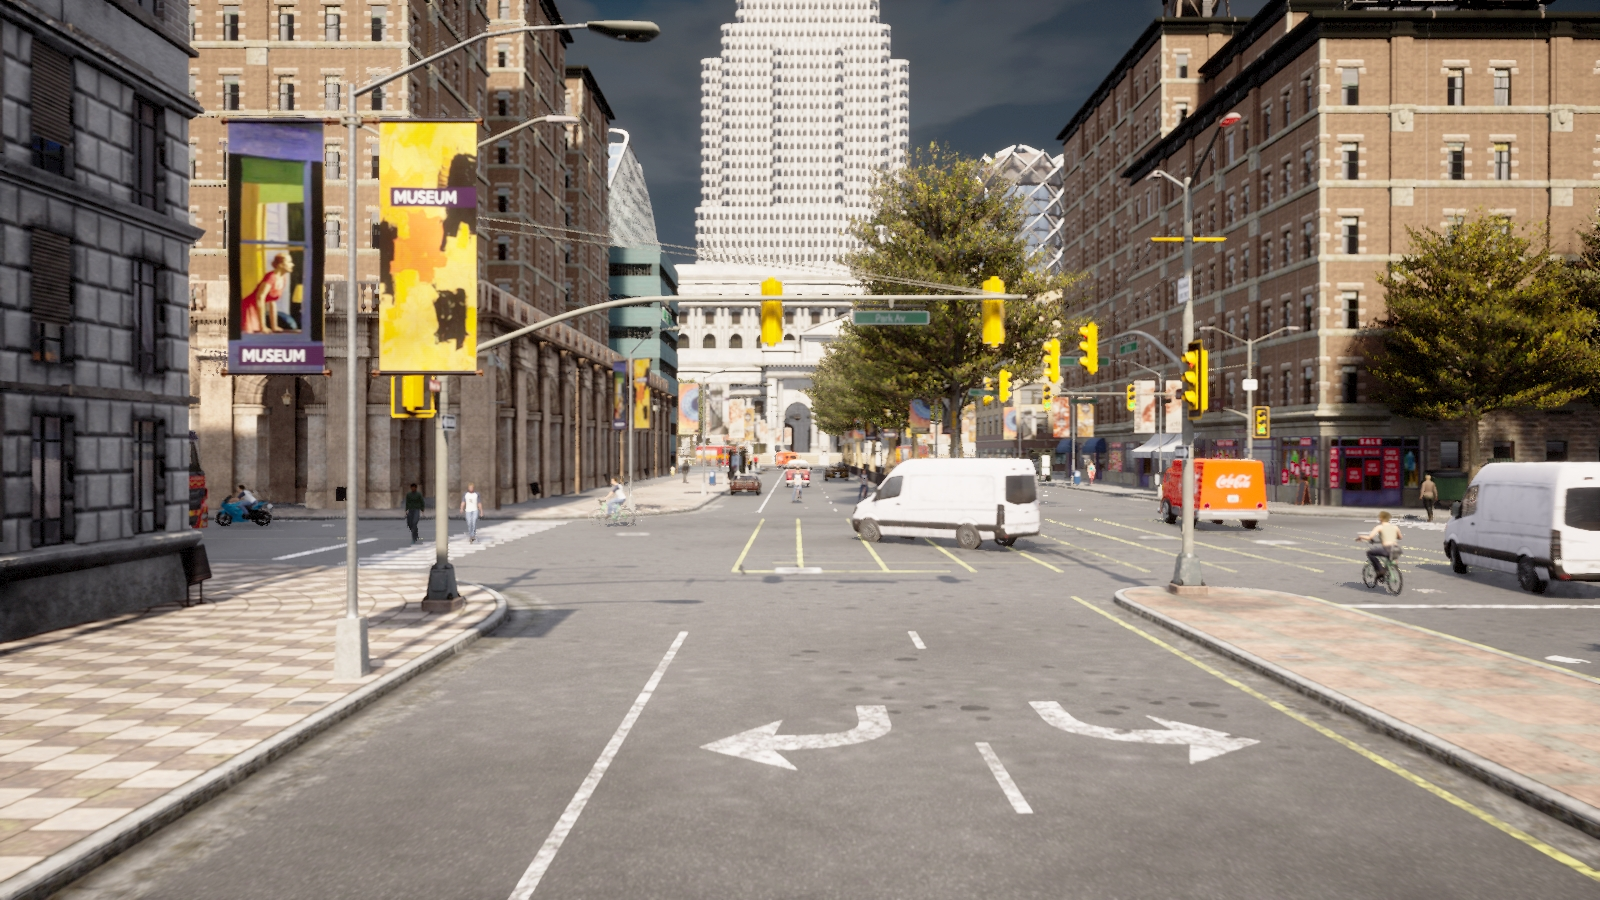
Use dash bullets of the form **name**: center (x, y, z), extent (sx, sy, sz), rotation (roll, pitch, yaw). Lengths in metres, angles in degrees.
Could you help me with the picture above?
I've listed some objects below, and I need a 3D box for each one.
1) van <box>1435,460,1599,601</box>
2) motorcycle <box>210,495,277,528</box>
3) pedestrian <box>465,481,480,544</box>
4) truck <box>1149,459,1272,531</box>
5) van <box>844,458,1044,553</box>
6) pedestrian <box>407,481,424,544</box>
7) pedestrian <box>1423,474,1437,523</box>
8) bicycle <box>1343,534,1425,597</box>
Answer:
- **van**: center (15.603, 1.533, 24.097), extent (1.988, 2.561, 5.915), rotation (-1, 0, 10)
- **motorcycle**: center (-20.175, 2.212, 41.422), extent (2.033, 1.145, 0.803), rotation (0, 0, 0)
- **pedestrian**: center (-9.790, 1.848, 34.154), extent (0.375, 1.860, 0.375), rotation (0, 0, -11)
- **truck**: center (14.920, 1.567, 41.878), extent (2.627, 2.467, 5.204), rotation (0, 0, 0)
- **van**: center (4.147, 1.533, 33.856), extent (5.915, 2.561, 1.988), rotation (0, 0, 45)
- **pedestrian**: center (-11.389, 1.847, 33.868), extent (0.375, 1.860, 0.375), rotation (0, 0, -1)
- **pedestrian**: center (24.238, 1.848, 43.953), extent (0.375, 1.860, 0.375), rotation (0, 0, 13)
- **bicycle**: center (11.449, 2.256, 22.460), extent (0.859, 1.080, 1.487), rotation (0, 0, 0)
